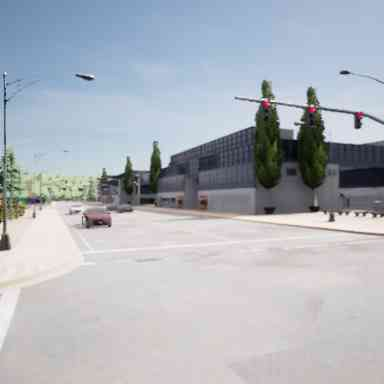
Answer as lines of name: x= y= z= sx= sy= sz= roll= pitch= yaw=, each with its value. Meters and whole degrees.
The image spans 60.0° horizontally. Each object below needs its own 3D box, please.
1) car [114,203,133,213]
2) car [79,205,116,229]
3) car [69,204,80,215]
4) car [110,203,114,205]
car: x=-10.413 y=2.540 z=51.571 sx=1.994 sy=1.385 sz=4.181 roll=0 pitch=-1 yaw=-22
car: x=-7.640 y=2.012 z=26.593 sx=1.882 sy=1.535 sz=5.008 roll=0 pitch=-1 yaw=-23
car: x=-16.630 y=2.519 z=48.043 sx=1.812 sy=1.442 sz=4.674 roll=0 pitch=-1 yaw=-22
car: x=-14.246 y=2.733 z=60.517 sx=1.994 sy=1.385 sz=4.181 roll=0 pitch=-1 yaw=-23
